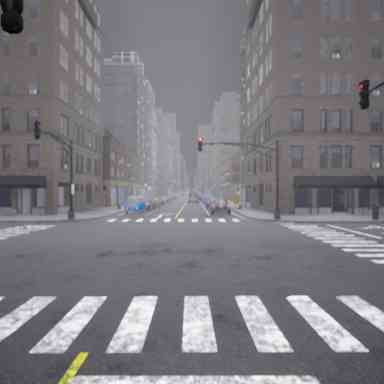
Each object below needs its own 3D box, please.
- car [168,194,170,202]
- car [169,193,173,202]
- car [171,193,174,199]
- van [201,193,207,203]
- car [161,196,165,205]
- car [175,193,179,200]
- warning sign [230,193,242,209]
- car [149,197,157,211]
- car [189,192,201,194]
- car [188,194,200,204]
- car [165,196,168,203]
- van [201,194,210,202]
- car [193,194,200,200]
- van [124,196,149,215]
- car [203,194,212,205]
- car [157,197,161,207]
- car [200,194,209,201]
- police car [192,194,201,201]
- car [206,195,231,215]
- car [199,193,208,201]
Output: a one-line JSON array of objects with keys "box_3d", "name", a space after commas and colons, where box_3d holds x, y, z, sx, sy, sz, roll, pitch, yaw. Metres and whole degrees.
[{"box_3d": [-5.623, 1.463, 61.871, 1.752, 1.417, 4.829, 0, 0, 0], "name": "car"}, {"box_3d": [-5.600, 1.496, 67.709, 1.947, 1.339, 4.313, 0, 0, 0], "name": "car"}, {"box_3d": [-5.579, 1.467, 73.377, 1.887, 1.381, 4.507, 0, 0, 0], "name": "car"}, {"box_3d": [2.880, 1.285, 56.345, 1.690, 1.788, 3.998, 0, 0, 0], "name": "van"}, {"box_3d": [-5.667, 1.532, 50.705, 1.802, 1.307, 4.206, 0, 0, 0], "name": "car"}, {"box_3d": [-5.513, 1.213, 90.382, 2.192, 1.841, 5.009, 0, 0, 0], "name": "car"}, {"box_3d": [5.217, 1.077, 39.653, 1.300, 1.860, 1.060, 0, 0, 0], "name": "warning sign"}, {"box_3d": [-5.711, 1.402, 39.368, 1.967, 1.590, 4.097, 0, 0, 0], "name": "car"}, {"box_3d": [0.279, 0.963, 73.272, 2.150, 2.045, 5.566, 0, 0, 0], "name": "car"}, {"box_3d": [0.241, 1.500, 63.239, 1.994, 1.385, 4.181, 0, 0, 0], "name": "car"}, {"box_3d": [-5.645, 1.510, 56.373, 1.947, 1.339, 4.313, 0, 0, 0], "name": "car"}, {"box_3d": [2.947, 1.264, 73.353, 1.690, 1.788, 3.998, 0, 0, 0], "name": "van"}, {"box_3d": [1.130, 1.355, 89.860, 1.801, 1.575, 5.366, 0, 0, 0], "name": "car"}, {"box_3d": [-5.733, 1.308, 33.699, 1.690, 1.788, 3.998, 0, 0, 0], "name": "van"}, {"box_3d": [2.837, 1.396, 45.007, 1.967, 1.590, 4.097, 0, 0, 0], "name": "car"}, {"box_3d": [-5.689, 1.522, 45.036, 1.947, 1.339, 4.313, 0, 0, 0], "name": "car"}, {"box_3d": [2.969, 1.355, 79.023, 1.967, 1.590, 4.097, 0, 0, 0], "name": "car"}, {"box_3d": [1.101, 1.339, 79.766, 1.930, 1.638, 5.238, 0, 0, -1], "name": "police car"}, {"box_3d": [2.793, 1.407, 33.669, 1.967, 1.590, 4.097, 0, 0, 0], "name": "car"}, {"box_3d": [2.991, 1.221, 84.691, 2.192, 1.841, 5.009, 0, 0, 0], "name": "car"}]
